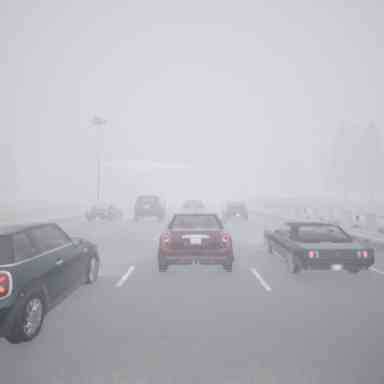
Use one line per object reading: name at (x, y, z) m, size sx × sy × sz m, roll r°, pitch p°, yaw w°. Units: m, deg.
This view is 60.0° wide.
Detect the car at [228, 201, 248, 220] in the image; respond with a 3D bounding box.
car at (3.606, 1.567, 28.418) m, size 1.837 × 1.490 × 4.892 m, roll 0°, pitch -1°, yaw 0°

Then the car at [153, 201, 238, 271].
car at (0.103, 1.331, 11.009) m, size 2.097 × 1.767 × 4.553 m, roll 0°, pitch 0°, yaw 0°

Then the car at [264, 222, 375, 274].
car at (3.603, 1.580, 10.482) m, size 1.895 × 1.301 × 4.718 m, roll 0°, pitch 0°, yaw 0°

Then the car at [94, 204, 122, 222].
car at (-6.894, 1.647, 26.597) m, size 1.895 × 1.301 × 4.718 m, roll 0°, pitch 0°, yaw 0°

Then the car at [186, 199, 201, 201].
car at (0.106, 1.411, 28.059) m, size 2.097 × 1.767 × 4.553 m, roll 0°, pitch -1°, yaw 0°

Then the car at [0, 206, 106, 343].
car at (-3.399, 1.335, 6.591) m, size 2.097 × 1.767 × 4.553 m, roll 0°, pitch 0°, yaw 0°

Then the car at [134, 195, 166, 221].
car at (-3.394, 1.276, 27.529) m, size 2.150 × 2.045 × 5.566 m, roll 0°, pitch 0°, yaw 0°
